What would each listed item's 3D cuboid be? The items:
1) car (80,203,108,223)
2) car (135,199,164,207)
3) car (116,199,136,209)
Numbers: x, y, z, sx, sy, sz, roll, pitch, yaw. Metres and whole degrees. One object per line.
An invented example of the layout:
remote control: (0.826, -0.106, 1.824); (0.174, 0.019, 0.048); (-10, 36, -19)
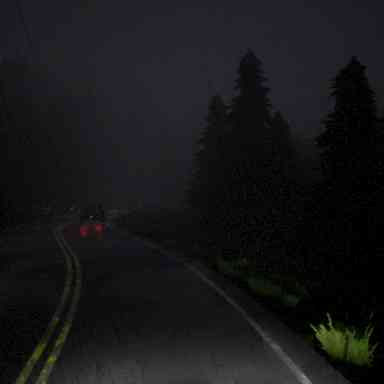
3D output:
car: (-8.107, 1.695, 27.805); (2.128, 1.511, 4.902); (-1, 0, -10)
car: (-5.355, 1.875, 45.554); (1.812, 1.442, 4.674); (2, 0, 24)
car: (-8.595, 1.746, 46.556); (2.128, 1.511, 4.902); (1, 0, 26)
